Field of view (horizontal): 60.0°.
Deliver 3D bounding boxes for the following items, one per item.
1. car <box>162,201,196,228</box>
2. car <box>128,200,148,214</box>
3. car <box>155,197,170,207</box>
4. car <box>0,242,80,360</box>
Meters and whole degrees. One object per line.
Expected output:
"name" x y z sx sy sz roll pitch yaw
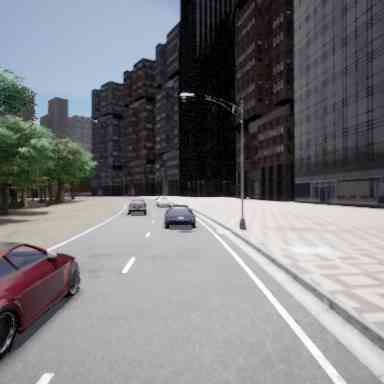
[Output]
"car" -0.835 1.529 22.065 1.994 1.385 4.181 0 0 -4
"car" -5.561 1.483 34.171 2.033 1.411 5.357 0 0 -8
"car" -4.220 1.382 48.208 1.812 1.442 4.674 0 0 -10
"car" -3.501 1.573 5.891 1.994 1.385 4.181 0 0 -1
